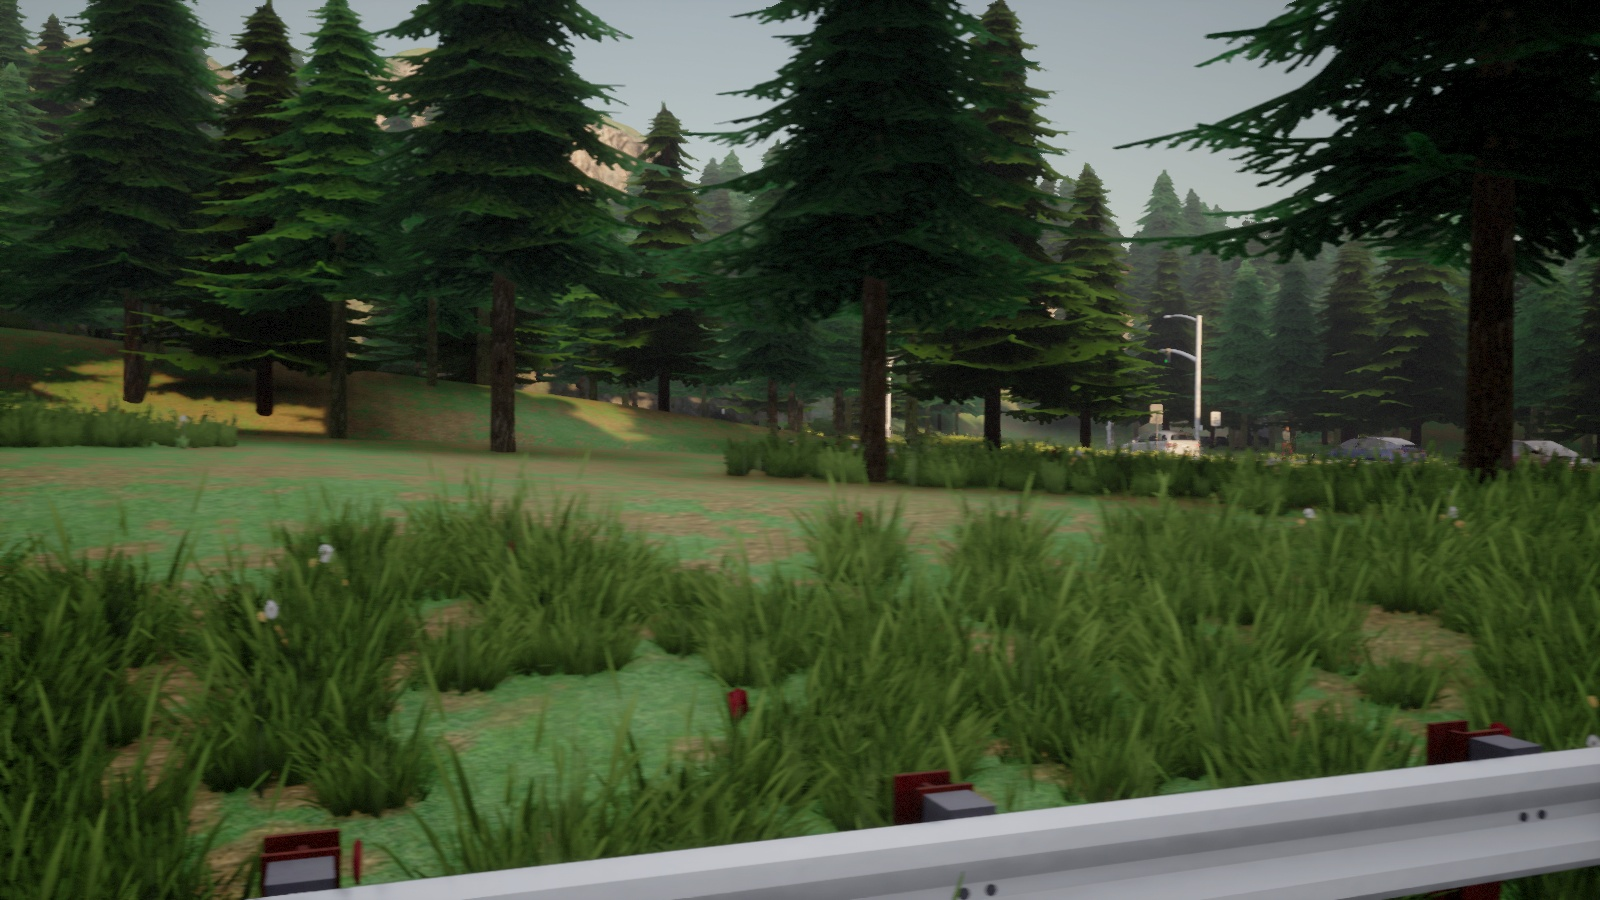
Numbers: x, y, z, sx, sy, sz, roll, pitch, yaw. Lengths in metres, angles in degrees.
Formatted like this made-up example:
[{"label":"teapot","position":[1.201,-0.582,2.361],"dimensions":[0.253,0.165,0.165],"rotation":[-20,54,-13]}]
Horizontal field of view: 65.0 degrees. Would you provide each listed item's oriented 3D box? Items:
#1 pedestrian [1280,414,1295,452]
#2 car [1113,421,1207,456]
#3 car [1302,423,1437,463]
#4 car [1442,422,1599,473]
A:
[{"label":"pedestrian","position":[23.599,-0.811,60.780],"dimensions":[0.353,1.847,0.614],"rotation":[-1,1,-19]},{"label":"car","position":[18.026,-0.607,63.146],"dimensions":[2.242,1.667,4.611],"rotation":[-1,1,-20]},{"label":"car","position":[22.681,-0.292,50.237],"dimensions":[2.163,1.488,4.792],"rotation":[-1,1,-20]},{"label":"car","position":[23.038,-0.121,39.528],"dimensions":[2.163,1.488,4.792],"rotation":[-1,1,-21]}]
